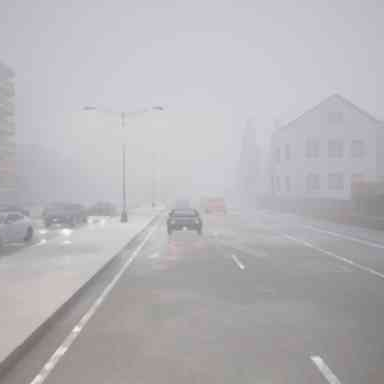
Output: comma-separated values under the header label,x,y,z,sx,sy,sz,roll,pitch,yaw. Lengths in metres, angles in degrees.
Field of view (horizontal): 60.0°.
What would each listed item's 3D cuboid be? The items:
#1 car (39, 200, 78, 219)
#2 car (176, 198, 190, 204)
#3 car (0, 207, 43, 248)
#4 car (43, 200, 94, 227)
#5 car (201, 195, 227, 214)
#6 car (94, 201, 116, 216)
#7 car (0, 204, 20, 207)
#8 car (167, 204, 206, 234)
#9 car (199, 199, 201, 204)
label,x,y,z,sx,sy,sz,roll,pitch,yaw
car,-12.496,1.593,31.464,1.837,1.490,4.892,0,0,-1
car,-1.231,1.544,44.708,1.812,1.442,4.674,0,0,-2
car,-8.489,1.584,14.400,1.812,1.442,4.674,0,0,-2
car,-8.778,1.567,23.633,1.837,1.490,4.892,0,0,-1
car,2.445,1.345,36.029,2.097,1.767,4.553,0,0,-2
car,-9.047,1.630,33.640,1.994,1.385,4.181,0,0,-1
car,-12.211,1.561,21.310,1.882,1.535,5.008,0,0,-2
car,-0.451,1.608,19.538,1.895,1.301,4.718,0,0,-2
car,2.111,1.349,47.461,2.097,1.767,4.553,0,0,-1
